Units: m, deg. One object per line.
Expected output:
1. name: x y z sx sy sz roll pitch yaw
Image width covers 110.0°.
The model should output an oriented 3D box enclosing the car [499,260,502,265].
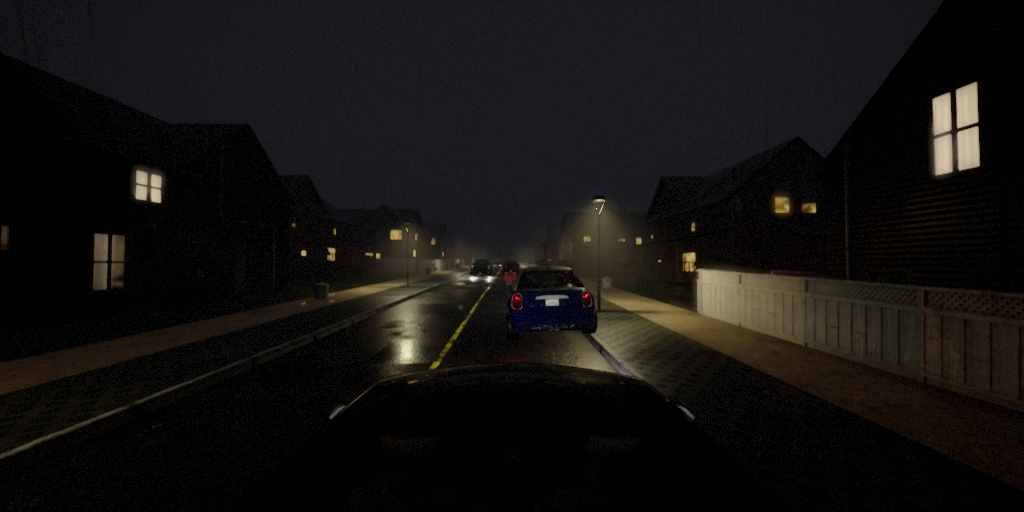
1. car: -0.139 1.251 38.821 1.837 1.490 4.892 0 0 0

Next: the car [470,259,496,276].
1. car: -3.051 1.097 36.682 2.097 1.767 4.553 0 0 0

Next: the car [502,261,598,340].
1. car: 0.884 1.065 10.092 2.097 1.767 4.553 -2 0 0
